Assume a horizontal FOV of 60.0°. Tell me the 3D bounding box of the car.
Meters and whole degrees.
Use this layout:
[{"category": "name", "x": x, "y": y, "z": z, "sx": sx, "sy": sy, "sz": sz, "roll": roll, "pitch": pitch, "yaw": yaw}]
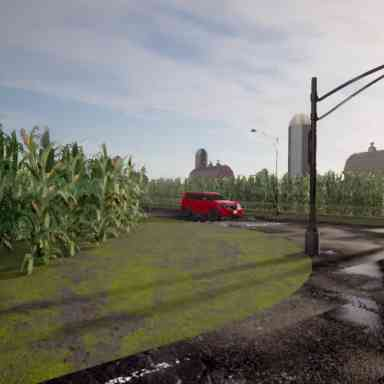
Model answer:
[{"category": "car", "x": 1.333, "y": 1.025, "z": 25.542, "sx": 2.150, "sy": 2.045, "sz": 5.566, "roll": 2, "pitch": 0, "yaw": -38}]
